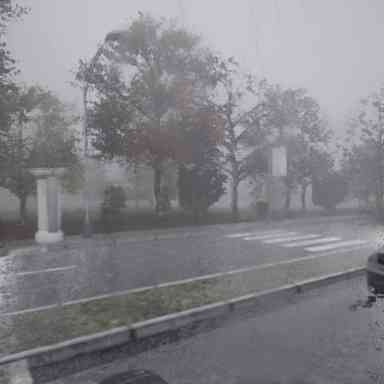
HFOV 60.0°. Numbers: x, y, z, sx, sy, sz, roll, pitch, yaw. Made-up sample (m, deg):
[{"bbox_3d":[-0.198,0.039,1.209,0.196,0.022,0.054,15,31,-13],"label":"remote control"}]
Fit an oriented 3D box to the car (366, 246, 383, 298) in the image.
[{"bbox_3d":[5.647,1.490,7.164,4.892,1.490,1.837,0,0,-36],"label":"car"}]
